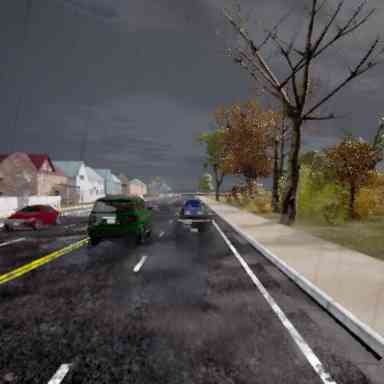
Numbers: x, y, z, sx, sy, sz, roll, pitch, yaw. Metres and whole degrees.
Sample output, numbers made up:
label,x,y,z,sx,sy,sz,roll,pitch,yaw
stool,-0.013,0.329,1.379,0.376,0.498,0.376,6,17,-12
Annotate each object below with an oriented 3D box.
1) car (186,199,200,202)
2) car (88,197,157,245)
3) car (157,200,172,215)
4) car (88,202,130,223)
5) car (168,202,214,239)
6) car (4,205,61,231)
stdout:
label,x,y,z,sx,sy,sz,roll,pitch,yaw
car,0.104,1.505,35.763,1.882,1.535,5.008,0,0,0
car,-3.148,1.229,15.621,2.150,2.045,5.566,0,0,0
car,-3.148,1.517,33.977,2.128,1.511,4.902,0,0,0
car,-6.571,1.565,27.046,2.033,1.411,5.357,0,0,0
car,0.101,1.500,17.327,2.128,1.511,4.902,0,0,0
car,-9.840,1.538,20.952,1.812,1.442,4.674,0,0,0
